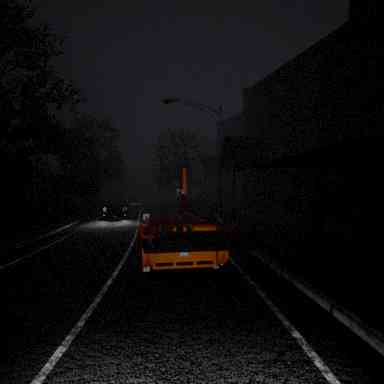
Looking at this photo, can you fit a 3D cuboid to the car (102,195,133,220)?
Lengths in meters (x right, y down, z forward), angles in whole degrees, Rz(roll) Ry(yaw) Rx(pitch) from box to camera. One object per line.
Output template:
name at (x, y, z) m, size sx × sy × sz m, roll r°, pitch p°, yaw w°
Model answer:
car at (-6.321, 1.362, 28.012) m, size 2.097 × 1.767 × 4.553 m, roll -1°, pitch 0°, yaw -8°

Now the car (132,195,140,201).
car at (-14.909, 1.566, 89.113) m, size 1.994 × 1.385 × 4.181 m, roll -1°, pitch 0°, yaw -7°

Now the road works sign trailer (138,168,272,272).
road works sign trailer at (0.027, 0.791, 7.720) m, size 2.380 × 2.880 × 3.560 m, roll 0°, pitch 0°, yaw -10°

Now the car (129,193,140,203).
car at (-11.913, 1.228, 67.804) m, size 2.150 × 2.045 × 5.566 m, roll -1°, pitch 0°, yaw -8°
